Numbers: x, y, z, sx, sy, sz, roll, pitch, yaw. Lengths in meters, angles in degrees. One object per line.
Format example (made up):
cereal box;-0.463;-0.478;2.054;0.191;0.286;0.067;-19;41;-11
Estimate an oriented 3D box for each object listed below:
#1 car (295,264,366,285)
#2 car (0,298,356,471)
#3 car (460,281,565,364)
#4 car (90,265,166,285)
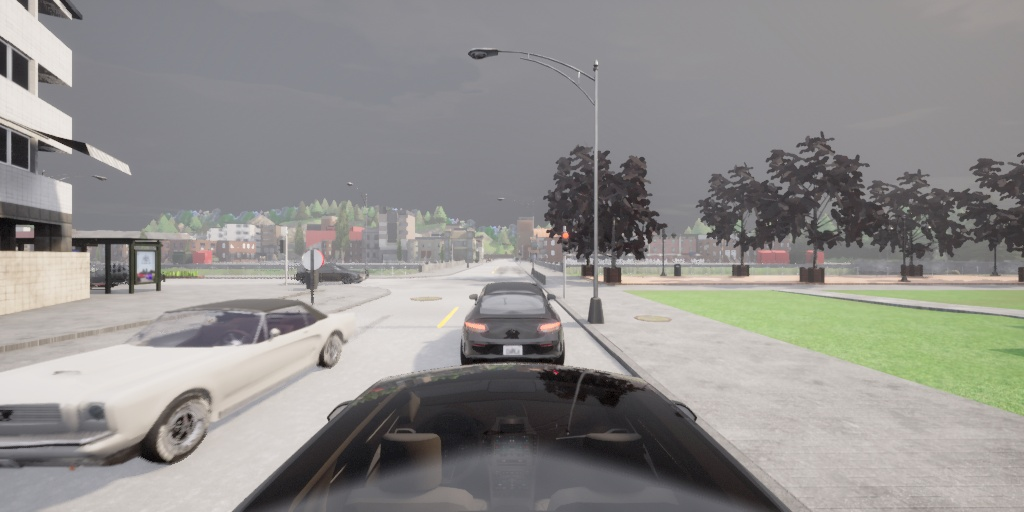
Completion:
car;-12.786;1.275;25.331;4.674;1.442;1.812;0;0;1
car;-4.100;1.351;5.063;1.895;1.301;4.718;0;0;0
car;0.009;1.276;7.781;1.812;1.442;4.674;0;0;0
car;-27.125;1.313;25.259;4.181;1.385;1.994;0;0;0
